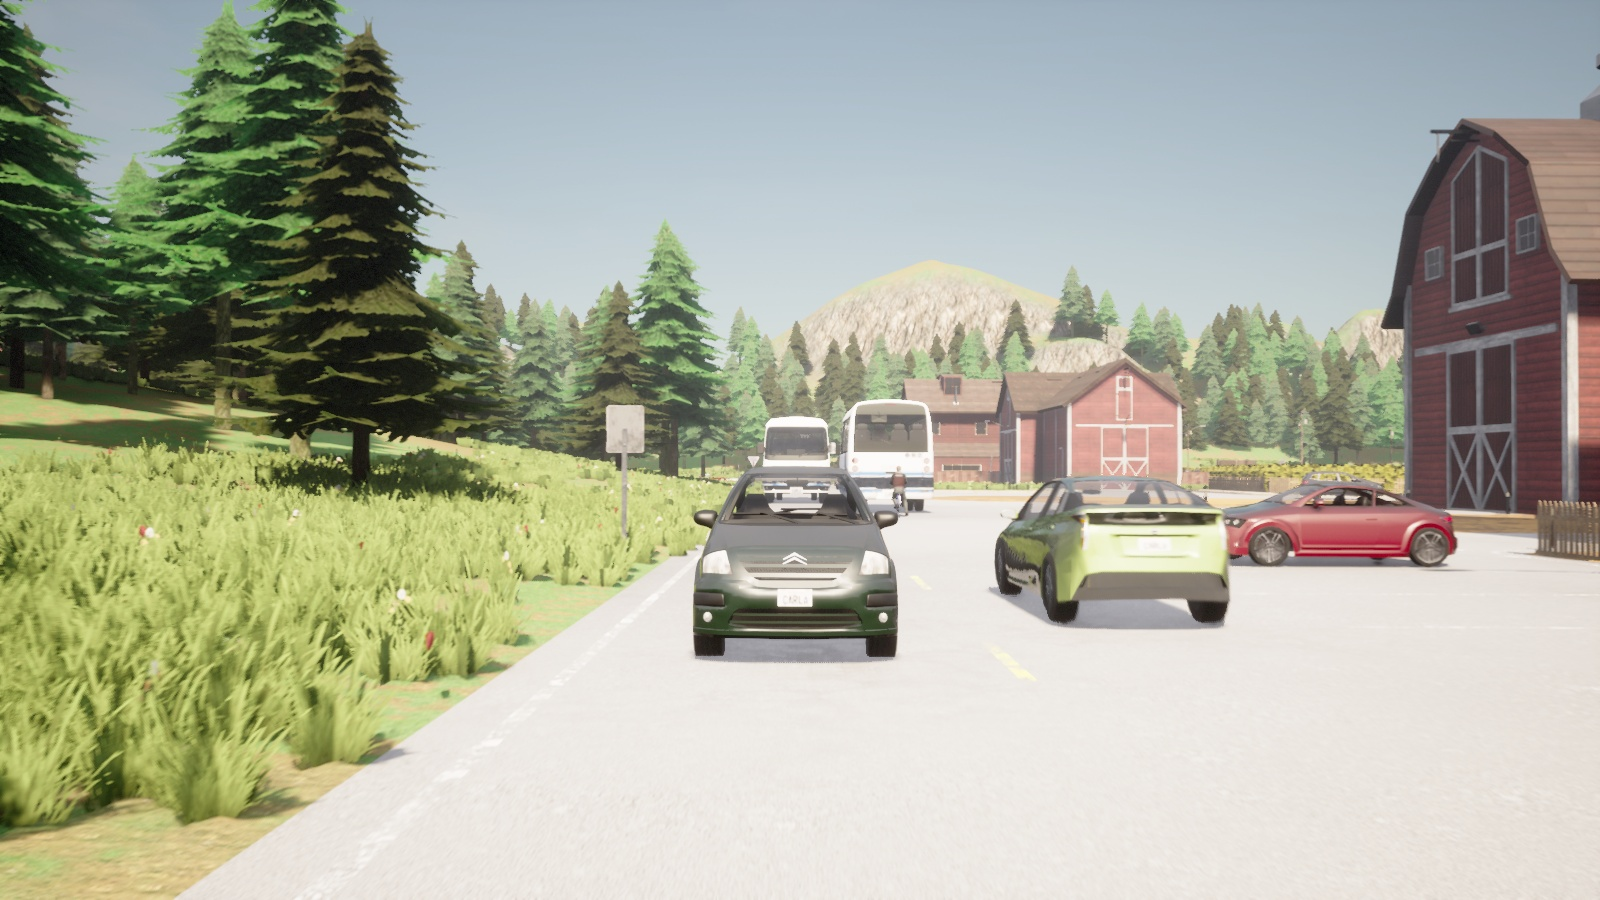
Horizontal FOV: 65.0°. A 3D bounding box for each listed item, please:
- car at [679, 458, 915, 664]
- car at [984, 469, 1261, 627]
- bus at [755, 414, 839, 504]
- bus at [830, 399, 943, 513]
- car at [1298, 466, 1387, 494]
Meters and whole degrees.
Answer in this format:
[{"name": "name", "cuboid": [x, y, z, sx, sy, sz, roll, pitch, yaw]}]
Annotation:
[{"name": "car", "cuboid": [-0.030, 0.912, 11.911, 1.851, 1.617, 3.988, 0, -1, 0]}, {"name": "car", "cuboid": [3.465, 0.990, 14.473, 2.007, 1.525, 4.514, 0, -1, 0]}, {"name": "bus", "cuboid": [-0.162, 0.516, 64.368, 3.944, 4.253, 10.273, 0, -1, 0]}, {"name": "bus", "cuboid": [3.369, 0.298, 52.190, 3.944, 4.253, 10.273, 0, -1, 0]}, {"name": "car", "cuboid": [32.011, 1.761, 74.223, 4.611, 1.667, 2.242, 0, -1, 19]}]
